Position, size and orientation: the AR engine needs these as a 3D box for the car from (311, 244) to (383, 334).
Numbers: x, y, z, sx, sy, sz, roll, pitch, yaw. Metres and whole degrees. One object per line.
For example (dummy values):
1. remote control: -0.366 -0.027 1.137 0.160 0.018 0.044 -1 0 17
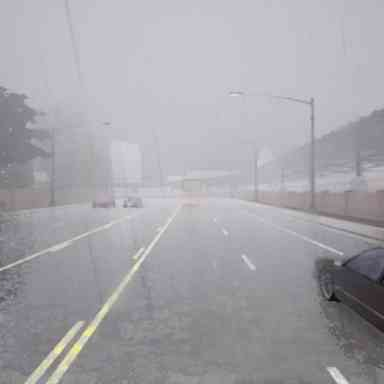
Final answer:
1. car: 3.600 1.518 5.064 2.033 1.411 5.357 0 0 0

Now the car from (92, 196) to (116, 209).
1. car: -10.577 1.247 40.231 1.882 1.535 5.008 0 0 0

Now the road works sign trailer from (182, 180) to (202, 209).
1. road works sign trailer: 0.003 0.234 40.142 2.380 3.560 2.880 0 0 0

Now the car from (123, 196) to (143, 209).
1. car: -7.077 1.261 40.254 2.128 1.511 4.902 0 0 0
